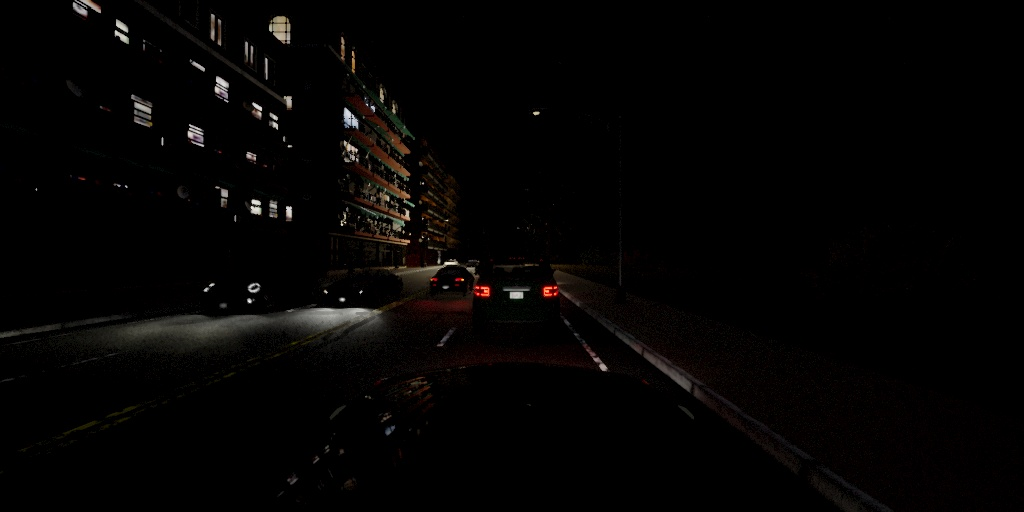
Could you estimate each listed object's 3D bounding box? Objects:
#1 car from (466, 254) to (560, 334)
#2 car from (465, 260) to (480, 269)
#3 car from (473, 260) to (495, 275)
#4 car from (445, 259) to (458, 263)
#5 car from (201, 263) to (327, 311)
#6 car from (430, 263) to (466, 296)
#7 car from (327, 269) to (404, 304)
[{"bbox_3d":[0.119,0.973,10.714,2.150,2.045,5.566,0,0,0],"label":"car"},{"bbox_3d":[-6.424,1.313,58.631,1.994,1.385,4.181,0,0,0],"label":"car"},{"bbox_3d":[-3.044,1.243,39.987,2.128,1.511,4.902,0,0,0],"label":"car"},{"bbox_3d":[-9.680,1.275,57.306,1.812,1.442,4.674,0,0,0],"label":"car"},{"bbox_3d":[-9.816,1.103,14.443,2.097,1.767,4.553,0,0,0],"label":"car"},{"bbox_3d":[-3.103,1.277,19.118,1.812,1.442,4.674,0,0,0],"label":"car"},{"bbox_3d":[-6.559,1.299,16.514,2.033,1.411,5.357,0,0,0],"label":"car"}]
